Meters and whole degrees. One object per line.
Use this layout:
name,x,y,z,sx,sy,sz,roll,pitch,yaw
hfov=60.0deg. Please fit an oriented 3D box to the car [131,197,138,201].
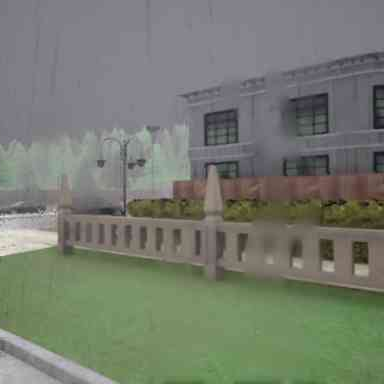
car,-9.683,1.636,50.313,2.097,1.767,4.553,-1,0,36

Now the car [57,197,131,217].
car,-7.976,1.392,26.813,2.150,2.045,5.566,0,0,37

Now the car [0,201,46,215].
car,-18.983,1.796,37.386,1.837,1.490,4.892,-1,1,36
